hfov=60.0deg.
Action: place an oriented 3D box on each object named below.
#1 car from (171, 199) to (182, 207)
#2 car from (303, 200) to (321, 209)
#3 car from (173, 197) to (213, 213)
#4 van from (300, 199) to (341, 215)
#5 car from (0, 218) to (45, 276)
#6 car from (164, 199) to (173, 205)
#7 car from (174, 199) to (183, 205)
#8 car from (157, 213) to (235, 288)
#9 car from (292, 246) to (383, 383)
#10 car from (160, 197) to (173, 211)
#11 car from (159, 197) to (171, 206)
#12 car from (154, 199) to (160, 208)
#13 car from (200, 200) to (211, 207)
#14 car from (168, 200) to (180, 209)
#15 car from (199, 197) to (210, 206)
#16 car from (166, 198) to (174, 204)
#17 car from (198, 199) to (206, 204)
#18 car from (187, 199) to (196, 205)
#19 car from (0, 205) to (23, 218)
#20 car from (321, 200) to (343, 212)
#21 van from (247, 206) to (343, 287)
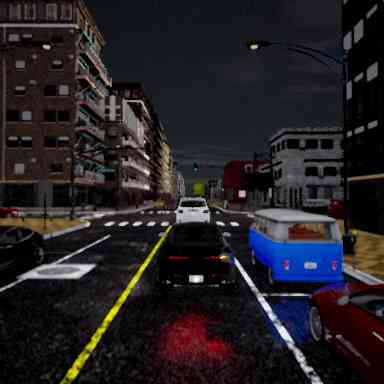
[{"bbox_3d":[-3.086,2.175,67.144,1.812,1.442,4.674,0,-1,0],"label":"car"},{"bbox_3d":[13.403,1.877,35.971,4.902,1.511,2.128,0,-1,0],"label":"car"},{"bbox_3d":[0.069,1.433,23.456,2.150,2.045,5.566,0,-1,0],"label":"car"},{"bbox_3d":[14.859,1.767,38.571,3.998,1.788,1.690,0,-1,0],"label":"van"},{"bbox_3d":[-5.696,1.651,9.303,1.947,1.339,4.313,0,-1,0],"label":"car"},{"bbox_3d":[-5.776,2.355,81.756,2.008,1.369,4.403,0,-1,0],"label":"car"},{"bbox_3d":[-3.084,2.307,77.159,1.994,1.385,4.181,0,-1,0],"label":"car"},{"bbox_3d":[0.089,1.592,9.439,1.837,1.490,4.892,0,0,0],"label":"car"},{"bbox_3d":[2.657,1.615,3.597,1.802,1.307,4.206,0,-1,0],"label":"car"},{"bbox_3d":[-3.152,1.818,49.147,2.097,1.767,4.553,0,-1,0],"label":"car"},{"bbox_3d":[-5.763,2.001,70.680,2.192,1.841,5.009,0,-1,0],"label":"car"},{"bbox_3d":[-5.752,2.095,59.430,1.752,1.417,4.829,0,-1,0],"label":"car"},{"bbox_3d":[2.622,2.210,65.149,1.802,1.307,4.206,0,-1,0],"label":"car"},{"bbox_3d":[-3.138,2.157,58.087,1.895,1.301,4.718,0,-1,0],"label":"car"},{"bbox_3d":[2.617,2.001,70.690,2.192,1.841,5.009,0,-1,0],"label":"car"},{"bbox_3d":[-5.782,2.388,87.125,1.752,1.417,4.829,0,-1,0],"label":"car"},{"bbox_3d":[2.598,2.415,87.304,2.008,1.369,4.403,0,-1,0],"label":"car"},{"bbox_3d":[-0.086,2.331,80.562,2.033,1.411,5.357,0,-1,0],"label":"car"},{"bbox_3d":[-17.498,1.803,30.075,4.206,1.307,1.802,0,-1,0],"label":"car"},{"bbox_3d":[14.890,1.625,30.192,5.009,1.841,2.192,0,-1,0],"label":"car"},{"bbox_3d":[2.652,1.425,9.288,1.690,1.788,3.998,0,-1,0],"label":"van"}]
